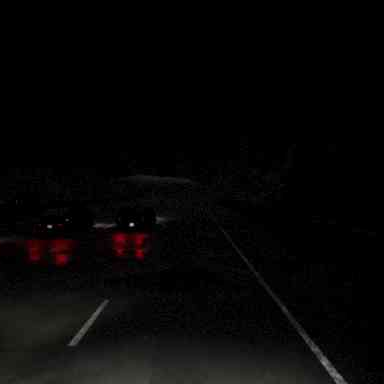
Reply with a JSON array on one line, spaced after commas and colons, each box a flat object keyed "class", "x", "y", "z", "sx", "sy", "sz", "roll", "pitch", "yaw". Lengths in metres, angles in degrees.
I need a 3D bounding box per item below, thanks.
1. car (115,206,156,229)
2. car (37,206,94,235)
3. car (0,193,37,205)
[{"class": "car", "x": -3.398, "y": 1.547, "z": 20.979, "sx": 1.895, "sy": 1.301, "sz": 4.718, "roll": 0, "pitch": 0, "yaw": 0}, {"class": "car", "x": -6.898, "y": 1.478, "z": 18.427, "sx": 1.812, "sy": 1.442, "sz": 4.674, "roll": 0, "pitch": 0, "yaw": 0}, {"class": "car", "x": -21.076, "y": 1.120, "z": 40.810, "sx": 2.150, "sy": 2.045, "sz": 5.566, "roll": 0, "pitch": 0, "yaw": 0}]
